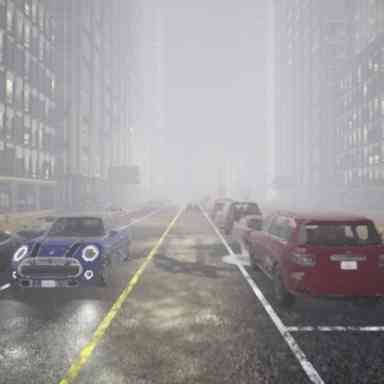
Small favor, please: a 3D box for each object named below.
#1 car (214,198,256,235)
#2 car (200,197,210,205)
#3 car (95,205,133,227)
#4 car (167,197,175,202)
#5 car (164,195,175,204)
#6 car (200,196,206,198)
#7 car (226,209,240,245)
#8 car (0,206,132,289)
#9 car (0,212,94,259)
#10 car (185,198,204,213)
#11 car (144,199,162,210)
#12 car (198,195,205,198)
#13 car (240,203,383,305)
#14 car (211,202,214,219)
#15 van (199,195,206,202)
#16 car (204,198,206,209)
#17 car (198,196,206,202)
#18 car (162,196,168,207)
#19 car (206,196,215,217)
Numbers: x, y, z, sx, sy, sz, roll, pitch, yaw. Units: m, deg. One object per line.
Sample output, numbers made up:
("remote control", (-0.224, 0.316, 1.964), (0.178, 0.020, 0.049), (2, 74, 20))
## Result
("car", (2.698, 1.406, 19.182), (2.192, 1.841, 5.009), (0, 0, 0))
("car", (2.705, 1.760, 69.034), (1.967, 1.590, 4.097), (0, 0, 0))
("car", (-5.682, 1.699, 24.721), (1.802, 1.307, 4.206), (0, 0, 0))
("car", (-5.672, 1.965, 91.192), (1.887, 1.381, 4.507), (0, 0, 0))
("car", (-5.673, 1.660, 74.575), (2.192, 1.841, 5.009), (0, 0, 0))
("car", (2.704, 1.836, 57.955), (1.947, 1.339, 4.313), (0, 0, 0))
("car", (2.696, 1.610, 13.641), (1.887, 1.381, 4.507), (0, 0, 0))
("car", (-3.091, 1.398, 9.411), (2.097, 1.767, 4.553), (0, 0, 0))
("car", (-5.684, 1.616, 13.641), (2.008, 1.369, 4.403), (0, 0, 0))
("car", (0.106, 1.737, 40.582), (2.033, 1.411, 5.357), (0, 0, 0))
("car", (-5.679, 1.801, 46.878), (1.802, 1.307, 4.206), (0, 0, 0))
("car", (2.706, 1.610, 63.495), (2.192, 1.841, 5.009), (0, 0, 0))
("car", (2.696, 1.354, 8.103), (2.192, 1.841, 5.009), (0, 0, 0))
("car", (2.698, 1.682, 24.720), (1.947, 1.339, 4.313), (0, 0, 0))
("van", (2.709, 1.736, 85.652), (1.690, 1.788, 3.998), (0, 0, 0))
("car", (2.701, 1.744, 41.338), (2.008, 1.369, 4.403), (0, 0, 0))
("car", (2.709, 1.860, 91.191), (1.967, 1.590, 4.097), (0, 0, 0))
("car", (-5.677, 1.852, 57.956), (1.802, 1.307, 4.206), (0, 0, 0))
("car", (2.700, 1.457, 30.260), (2.192, 1.841, 5.009), (0, 0, 0))
